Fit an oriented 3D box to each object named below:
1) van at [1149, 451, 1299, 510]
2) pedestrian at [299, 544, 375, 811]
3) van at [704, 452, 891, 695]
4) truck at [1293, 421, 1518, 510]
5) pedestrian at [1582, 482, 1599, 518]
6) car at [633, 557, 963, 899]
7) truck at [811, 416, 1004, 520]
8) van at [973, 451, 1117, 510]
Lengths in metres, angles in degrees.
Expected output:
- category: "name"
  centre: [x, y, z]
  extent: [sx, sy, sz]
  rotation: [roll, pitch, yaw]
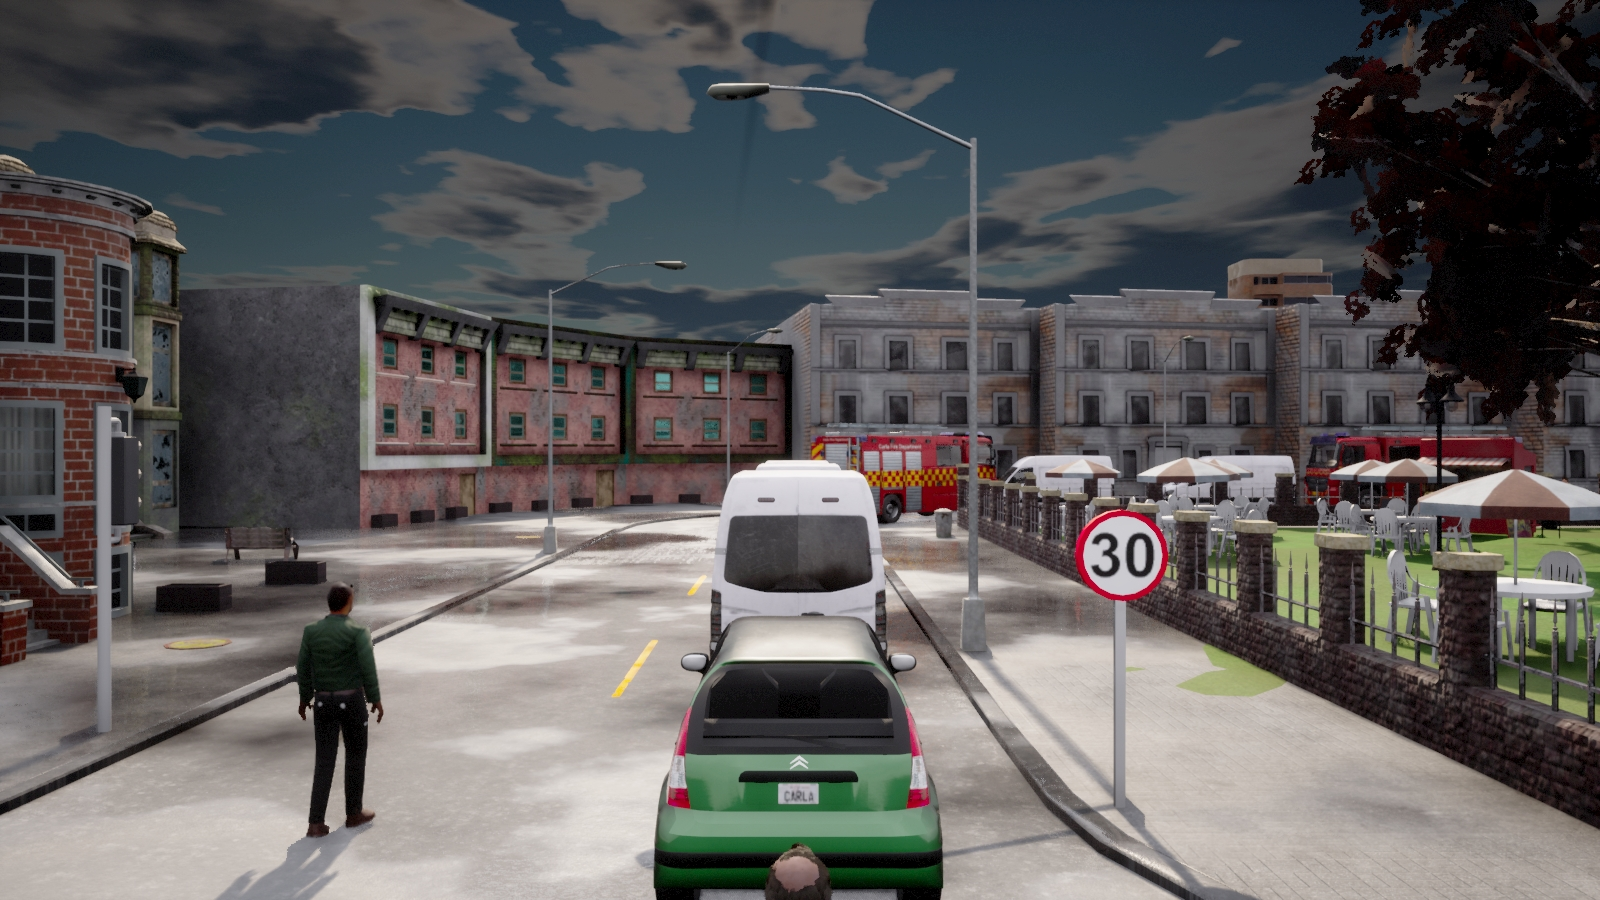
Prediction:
- category: "van"
  centre: [18.656, 1.314, 50.452]
  extent: [5.915, 2.561, 1.988]
  rotation: [0, 0, 0]
- category: "pedestrian"
  centre: [-3.360, 1.628, 8.308]
  extent: [0.375, 1.860, 0.375]
  rotation: [0, 0, 9]
- category: "van"
  centre: [-0.025, 1.315, 15.105]
  extent: [1.988, 2.561, 5.915]
  rotation: [0, 0, 0]
- category: "truck"
  centre: [26.739, 0.670, 50.713]
  extent: [8.468, 3.827, 2.891]
  rotation: [0, 0, 0]
- category: "pedestrian"
  centre: [28.848, 1.805, 41.703]
  extent: [0.375, 1.300, 0.375]
  rotation: [0, 0, 0]
- category: "car"
  centre: [-0.015, 1.779, 8.404]
  extent: [1.851, 1.617, 3.988]
  rotation: [0, 0, 0]
- category: "truck"
  centre: [4.502, 0.672, 46.247]
  extent: [8.468, 3.827, 2.891]
  rotation: [0, 0, -43]
- category: "van"
  centre: [10.768, 1.314, 50.430]
  extent: [5.915, 2.561, 1.988]
  rotation: [0, 0, 0]
